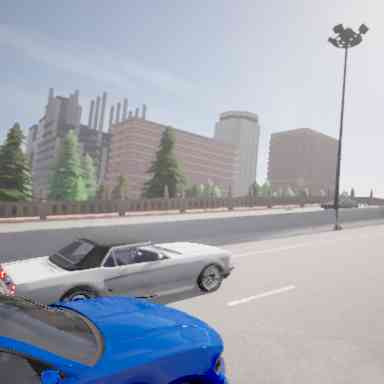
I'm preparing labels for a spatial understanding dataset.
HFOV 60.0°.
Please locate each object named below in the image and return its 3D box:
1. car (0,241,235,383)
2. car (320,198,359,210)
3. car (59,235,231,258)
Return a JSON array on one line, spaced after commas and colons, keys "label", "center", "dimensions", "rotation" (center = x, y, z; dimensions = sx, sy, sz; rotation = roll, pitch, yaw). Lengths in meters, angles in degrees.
[{"label": "car", "center": [-1.952, 1.480, 2.347], "dimensions": [5.008, 1.535, 1.882], "rotation": [0, 0, -36]}, {"label": "car", "center": [16.894, 1.379, 37.957], "dimensions": [5.357, 1.411, 2.033], "rotation": [0, 0, -36]}, {"label": "car", "center": [-1.334, 1.587, 7.126], "dimensions": [4.718, 1.301, 1.895], "rotation": [0, 0, -36]}]
